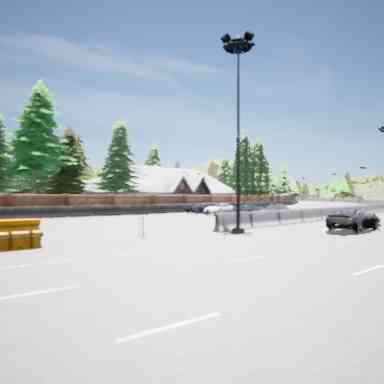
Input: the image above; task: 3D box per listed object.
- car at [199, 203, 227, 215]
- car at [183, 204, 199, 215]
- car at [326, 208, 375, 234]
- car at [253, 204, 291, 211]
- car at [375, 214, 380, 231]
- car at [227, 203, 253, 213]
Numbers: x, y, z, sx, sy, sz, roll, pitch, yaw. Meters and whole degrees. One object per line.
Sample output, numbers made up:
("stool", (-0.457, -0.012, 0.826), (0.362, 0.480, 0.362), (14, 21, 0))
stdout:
("car", (3.380, 2.014, 39.158), (1.812, 1.442, 4.674), (-1, -1, 45))
("car", (1.158, 2.117, 41.854), (1.895, 1.301, 4.718), (-1, -1, 45))
("car", (10.352, 1.777, 21.251), (4.902, 1.511, 2.128), (1, -1, -42))
("car", (8.712, 1.970, 34.601), (1.812, 1.442, 4.674), (-1, -1, 44))
("car", (12.268, 1.745, 18.269), (4.902, 1.511, 2.128), (1, -1, -42))
("car", (6.270, 2.034, 37.123), (1.994, 1.385, 4.181), (-1, -1, 44))
